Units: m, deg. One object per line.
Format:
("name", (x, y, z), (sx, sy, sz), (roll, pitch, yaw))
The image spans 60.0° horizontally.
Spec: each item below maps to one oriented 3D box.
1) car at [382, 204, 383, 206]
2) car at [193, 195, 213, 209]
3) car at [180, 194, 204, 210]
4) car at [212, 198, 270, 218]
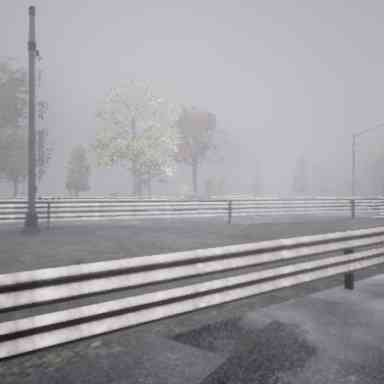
("car", (23.989, 1.050, 37.897), (4.553, 1.767, 2.097), (0, 0, -21))
("car", (2.654, 1.226, 29.425), (4.181, 1.385, 1.994), (0, 0, -22))
("car", (1.137, 1.013, 32.594), (4.553, 1.767, 2.097), (0, 0, -22))
("car", (4.128, 1.225, 26.247), (4.181, 1.385, 1.994), (0, 0, -22))
